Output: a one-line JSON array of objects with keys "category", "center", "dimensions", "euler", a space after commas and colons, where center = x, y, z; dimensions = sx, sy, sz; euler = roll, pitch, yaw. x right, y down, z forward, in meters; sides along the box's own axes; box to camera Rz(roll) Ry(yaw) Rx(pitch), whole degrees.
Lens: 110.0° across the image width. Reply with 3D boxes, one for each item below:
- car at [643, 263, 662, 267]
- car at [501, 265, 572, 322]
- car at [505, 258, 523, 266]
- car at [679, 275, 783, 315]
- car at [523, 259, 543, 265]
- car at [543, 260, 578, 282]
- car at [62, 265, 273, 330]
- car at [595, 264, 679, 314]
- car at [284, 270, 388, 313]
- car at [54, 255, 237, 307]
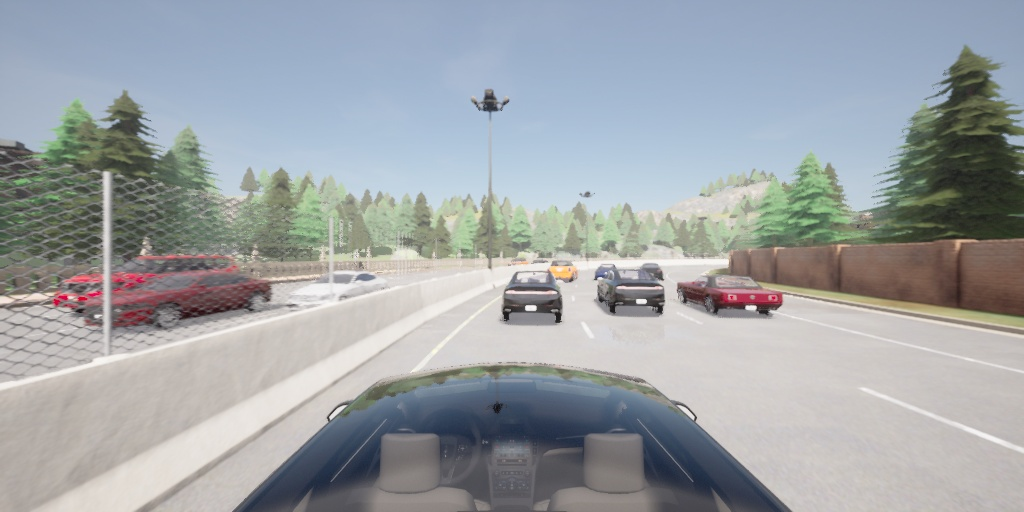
[{"category": "car", "center": [11.940, 1.303, 30.899], "dimensions": [1.812, 1.442, 4.674], "euler": [0, 0, 18]}, {"category": "car", "center": [0.765, 1.249, 12.453], "dimensions": [2.128, 1.511, 4.902], "euler": [0, 0, 6]}, {"category": "car", "center": [0.747, 1.139, 57.123], "dimensions": [2.097, 1.767, 4.553], "euler": [0, 0, 30]}, {"category": "car", "center": [7.908, 1.364, 13.650], "dimensions": [1.895, 1.301, 4.718], "euler": [0, 0, 7]}, {"category": "car", "center": [4.143, 1.292, 56.043], "dimensions": [1.837, 1.490, 4.892], "euler": [0, 0, 30]}, {"category": "car", "center": [4.250, 1.123, 29.653], "dimensions": [2.097, 1.767, 4.553], "euler": [0, 0, 16]}, {"category": "car", "center": [-10.091, 1.227, 11.435], "dimensions": [1.882, 1.535, 5.008], "euler": [0, 0, 5]}, {"category": "car", "center": [4.464, 1.253, 13.955], "dimensions": [2.128, 1.511, 4.902], "euler": [0, 0, 7]}, {"category": "car", "center": [-6.368, 1.279, 13.664], "dimensions": [1.812, 1.442, 4.674], "euler": [0, 0, 6]}, {"category": "car", "center": [-13.416, 0.969, 13.930], "dimensions": [2.150, 2.045, 5.566], "euler": [0, 0, 6]}]
